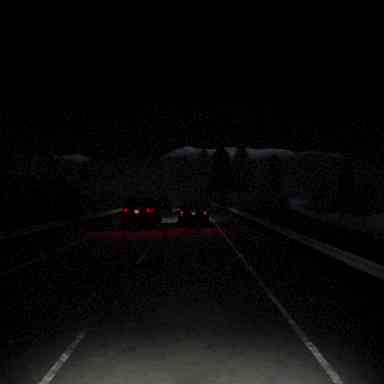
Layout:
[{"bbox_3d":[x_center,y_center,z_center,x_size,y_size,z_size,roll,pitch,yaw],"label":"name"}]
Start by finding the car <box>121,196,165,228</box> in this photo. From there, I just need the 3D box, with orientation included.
[{"bbox_3d":[-3.404,1.324,23.089,2.150,2.045,5.566,0,0,0],"label":"car"}]

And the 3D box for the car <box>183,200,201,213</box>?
[{"bbox_3d":[-0.055,1.735,41.710,2.033,1.411,5.357,0,0,-2],"label":"car"}]

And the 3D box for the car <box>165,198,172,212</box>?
[{"bbox_3d":[-3.557,1.536,41.079,2.097,1.767,4.553,0,0,-1],"label":"car"}]

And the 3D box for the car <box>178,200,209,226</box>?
[{"bbox_3d":[0.094,1.463,24.238,2.097,1.767,4.553,0,0,0],"label":"car"}]
